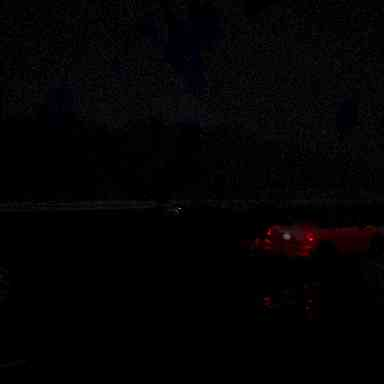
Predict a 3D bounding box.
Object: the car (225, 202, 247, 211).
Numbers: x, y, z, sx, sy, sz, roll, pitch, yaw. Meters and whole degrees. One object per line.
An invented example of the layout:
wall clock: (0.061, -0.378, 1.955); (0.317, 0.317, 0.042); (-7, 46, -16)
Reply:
car: (5.568, 1.630, 29.442); (4.892, 1.490, 1.837); (0, 0, -35)

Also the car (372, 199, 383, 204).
car: (33.047, 1.917, 57.533); (4.892, 1.490, 1.837); (0, 0, -35)

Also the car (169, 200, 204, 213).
car: (-0.003, 1.617, 34.071); (4.892, 1.490, 1.837); (0, 0, -35)

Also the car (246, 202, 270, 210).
car: (7.125, 1.669, 26.259); (5.357, 1.411, 2.033); (0, 0, -35)

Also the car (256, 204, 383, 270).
car: (4.661, 1.404, 11.491); (4.553, 1.767, 2.097); (0, 0, -35)

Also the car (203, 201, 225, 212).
car: (3.626, 1.690, 32.355); (4.181, 1.385, 1.994); (1, 0, -35)
